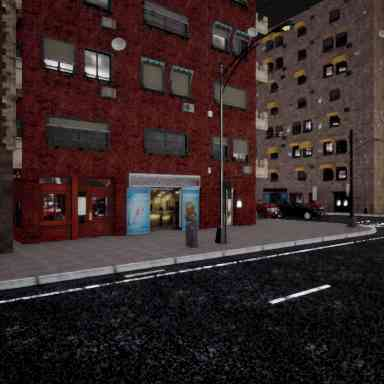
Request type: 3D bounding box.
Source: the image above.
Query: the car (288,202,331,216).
[{"bbox_3d":[13.016,1.847,37.181,1.802,1.307,4.206,-1,0,-37],"label":"car"}]

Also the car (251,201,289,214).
[{"bbox_3d":[9.663,1.901,41.627,1.947,1.339,4.313,-1,0,-37],"label":"car"}]

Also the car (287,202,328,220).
[{"bbox_3d":[9.999,1.712,31.365,1.882,1.535,5.008,0,-1,-37],"label":"car"}]

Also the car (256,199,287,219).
[{"bbox_3d":[6.086,1.588,32.003,2.192,1.841,5.009,-1,0,-37],"label":"car"}]
